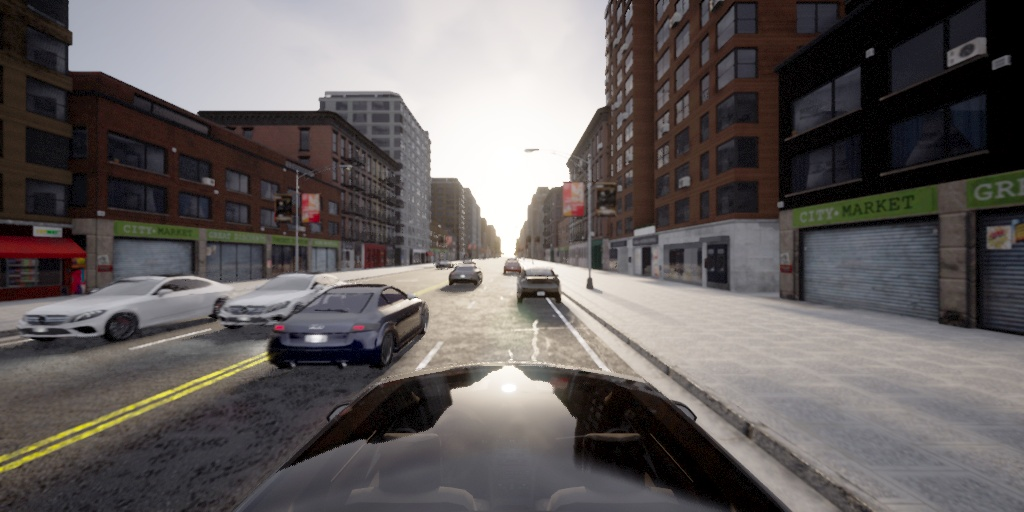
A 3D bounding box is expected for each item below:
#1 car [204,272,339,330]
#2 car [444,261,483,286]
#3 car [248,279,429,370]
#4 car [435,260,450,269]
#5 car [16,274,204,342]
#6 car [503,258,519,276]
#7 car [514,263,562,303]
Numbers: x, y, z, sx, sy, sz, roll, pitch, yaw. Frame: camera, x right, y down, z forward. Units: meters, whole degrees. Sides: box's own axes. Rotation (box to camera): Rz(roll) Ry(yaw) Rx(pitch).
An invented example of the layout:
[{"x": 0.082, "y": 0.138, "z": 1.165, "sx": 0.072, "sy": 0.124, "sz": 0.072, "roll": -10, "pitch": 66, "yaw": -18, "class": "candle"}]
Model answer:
[{"x": -6.602, "y": 1.255, "z": 11.156, "sx": 1.812, "sy": 1.442, "sz": 4.674, "roll": 0, "pitch": 0, "yaw": 0, "class": "car"}, {"x": -3.151, "y": 1.266, "z": 24.953, "sx": 1.994, "sy": 1.385, "sz": 4.181, "roll": 0, "pitch": 0, "yaw": 0, "class": "car"}, {"x": -3.153, "y": 1.301, "z": 7.783, "sx": 1.994, "sy": 1.385, "sz": 4.181, "roll": 0, "pitch": 0, "yaw": 0, "class": "car"}, {"x": -9.835, "y": 1.219, "z": 52.286, "sx": 1.994, "sy": 1.385, "sz": 4.181, "roll": 0, "pitch": 0, "yaw": 0, "class": "car"}, {"x": -9.863, "y": 1.258, "z": 9.828, "sx": 1.812, "sy": 1.442, "sz": 4.674, "roll": 0, "pitch": 0, "yaw": 0, "class": "car"}, {"x": 0.039, "y": 1.238, "z": 40.721, "sx": 1.994, "sy": 1.385, "sz": 4.181, "roll": 0, "pitch": 0, "yaw": 0, "class": "car"}, {"x": 1.135, "y": 1.224, "z": 16.421, "sx": 1.837, "sy": 1.490, "sz": 4.892, "roll": 0, "pitch": 0, "yaw": 0, "class": "car"}]
